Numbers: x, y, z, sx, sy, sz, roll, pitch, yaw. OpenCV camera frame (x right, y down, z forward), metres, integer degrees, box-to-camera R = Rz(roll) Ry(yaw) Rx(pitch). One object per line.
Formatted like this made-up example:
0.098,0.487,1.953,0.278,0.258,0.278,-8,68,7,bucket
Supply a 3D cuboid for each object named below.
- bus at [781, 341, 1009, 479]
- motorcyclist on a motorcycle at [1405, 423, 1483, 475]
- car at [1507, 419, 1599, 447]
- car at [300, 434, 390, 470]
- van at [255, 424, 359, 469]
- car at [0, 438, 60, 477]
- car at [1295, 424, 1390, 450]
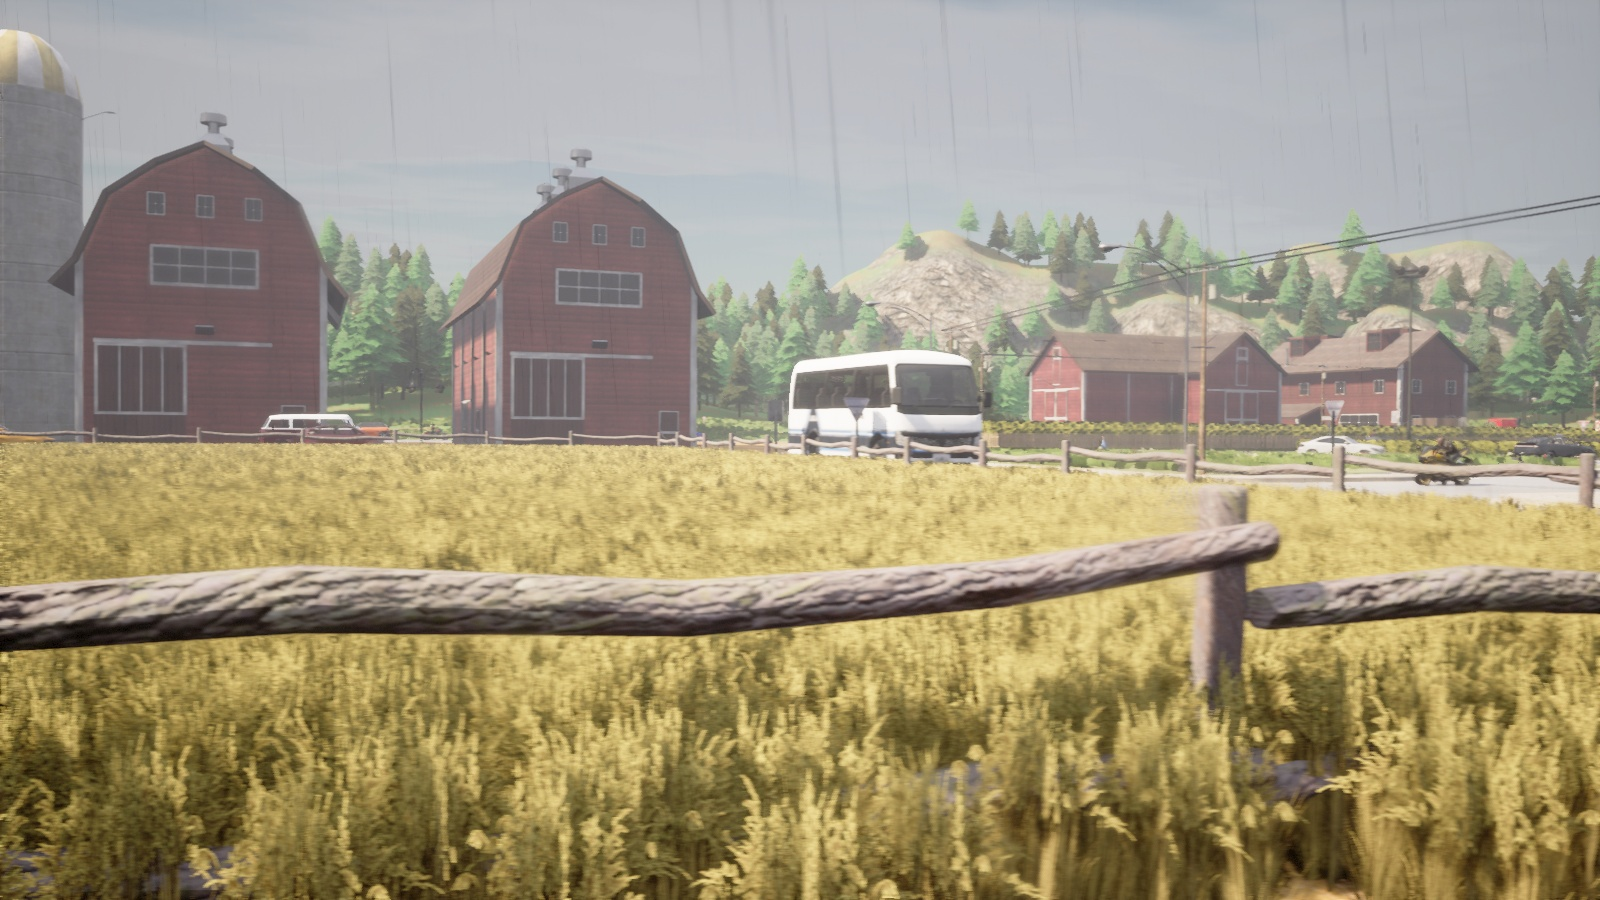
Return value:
2.974,-1.353,44.207,3.944,4.253,10.273,-1,1,-21,bus
19.632,-0.044,38.288,2.191,1.530,0.866,-1,1,-22,motorcyclist on a motorcycle
43.297,-0.973,71.942,4.902,1.511,2.128,-1,1,-19,car
-20.776,0.070,57.371,3.705,1.549,1.789,-1,1,-24,car
-23.535,-0.195,59.966,4.480,2.038,2.069,-1,1,-24,van
-33.416,0.317,51.709,5.008,1.535,1.882,-1,1,-31,car
31.147,-0.760,72.122,4.674,1.442,1.812,0,1,40,car
